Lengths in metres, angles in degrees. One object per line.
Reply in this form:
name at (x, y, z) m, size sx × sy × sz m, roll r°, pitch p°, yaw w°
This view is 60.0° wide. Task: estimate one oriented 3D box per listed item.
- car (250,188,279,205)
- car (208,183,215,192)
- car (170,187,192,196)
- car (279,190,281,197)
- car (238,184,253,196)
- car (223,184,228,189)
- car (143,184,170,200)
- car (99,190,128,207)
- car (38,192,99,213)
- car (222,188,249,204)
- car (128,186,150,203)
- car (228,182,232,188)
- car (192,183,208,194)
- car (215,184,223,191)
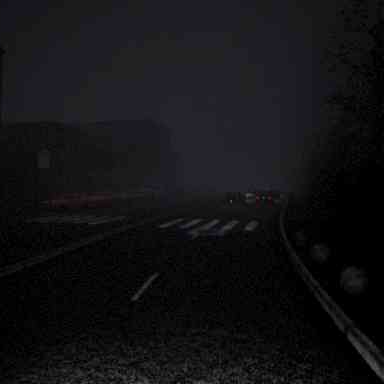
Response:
car at (7.796, 0.544, 35.225) m, size 2.033 × 1.411 × 5.357 m, roll 0°, pitch 2°, yaw 17°
car at (2.540, -0.925, 69.984) m, size 2.435 × 2.045 × 5.566 m, roll 0°, pitch 2°, yaw 17°
car at (-2.229, -0.109, 54.125) m, size 2.163 × 1.488 × 4.792 m, roll 0°, pitch 2°, yaw 17°
car at (11.584, 0.138, 47.655) m, size 1.994 × 1.385 × 4.181 m, roll 0°, pitch 2°, yaw 17°
car at (8.344, 0.067, 48.170) m, size 2.128 × 1.511 × 4.902 m, roll 0°, pitch 2°, yaw 17°
car at (7.226, -1.203, 85.588) m, size 1.946 × 1.575 × 5.366 m, roll 0°, pitch 2°, yaw 17°
car at (-5.401, -0.033, 43.541) m, size 2.435 × 2.045 × 5.566 m, roll 0°, pitch 2°, yaw 17°
car at (-8.662, 0.581, 32.701) m, size 1.946 × 1.575 × 5.366 m, roll 0°, pitch 2°, yaw 17°
car at (-10.259, 0.762, 27.417) m, size 1.946 × 1.575 × 5.366 m, roll 0°, pitch 2°, yaw 17°
car at (4.613, 0.592, 35.917) m, size 1.895 × 1.301 × 4.718 m, roll 0°, pitch 2°, yaw 17°
car at (-7.073, 0.402, 37.989) m, size 1.946 × 1.575 × 5.366 m, roll 0°, pitch 2°, yaw 17°
car at (8.876, -1.511, 91.080) m, size 2.185 × 1.767 × 4.553 m, roll 0°, pitch 2°, yaw 17°
car at (0.963, -0.496, 64.737) m, size 2.231 × 1.521 × 4.892 m, roll 0°, pitch 2°, yaw 17°
car at (5.197, -0.978, 79.026) m, size 2.231 × 1.521 × 4.892 m, roll 0°, pitch 2°, yaw 17°
